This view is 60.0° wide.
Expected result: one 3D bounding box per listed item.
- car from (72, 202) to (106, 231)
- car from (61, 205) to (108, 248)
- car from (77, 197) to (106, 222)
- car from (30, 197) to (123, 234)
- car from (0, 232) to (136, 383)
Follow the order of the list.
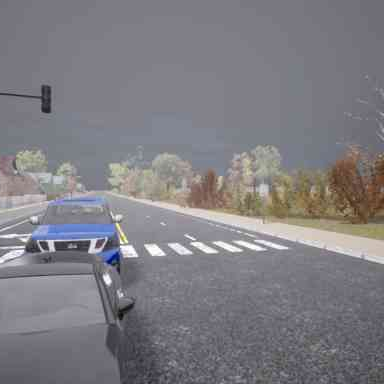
[{"bbox_3d":[-6.650,1.468,21.737,1.882,1.535,5.008,0,0,-16],"label":"car"},{"bbox_3d":[-5.052,1.498,15.999,1.837,1.490,4.892,0,0,-16],"label":"car"},{"bbox_3d":[-8.239,1.337,27.462,2.097,1.767,4.553,0,0,-16],"label":"car"},{"bbox_3d":[-3.363,1.218,9.936,2.150,2.045,5.566,0,0,-16],"label":"car"},{"bbox_3d":[-1.693,1.524,3.855,1.812,1.442,4.674,0,0,-13],"label":"car"}]
